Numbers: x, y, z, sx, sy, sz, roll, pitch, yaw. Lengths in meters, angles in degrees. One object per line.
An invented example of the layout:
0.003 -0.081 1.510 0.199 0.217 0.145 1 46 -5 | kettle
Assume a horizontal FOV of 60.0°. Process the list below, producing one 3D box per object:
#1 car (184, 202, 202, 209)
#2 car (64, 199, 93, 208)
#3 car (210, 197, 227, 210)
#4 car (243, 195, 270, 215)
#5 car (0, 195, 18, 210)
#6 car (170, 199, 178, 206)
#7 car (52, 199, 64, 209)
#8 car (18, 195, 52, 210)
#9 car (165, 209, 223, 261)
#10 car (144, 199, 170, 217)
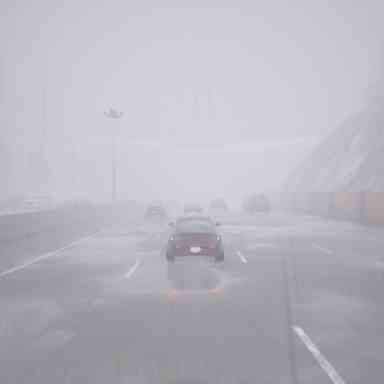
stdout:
0.092 1.748 36.631 1.895 1.301 4.718 0 0 0 | car
-14.084 1.647 42.354 1.882 1.535 5.008 0 0 0 | car
3.591 1.537 46.344 2.097 1.767 4.553 0 0 0 | car
7.095 1.369 36.699 2.150 2.045 5.566 0 0 0 | car
-24.563 1.402 45.612 2.150 2.045 5.566 0 0 1 | car
-3.411 1.832 57.703 1.895 1.301 4.718 0 0 0 | car
-17.565 1.752 46.964 1.994 1.385 4.181 0 0 0 | car
-21.065 1.403 45.739 2.150 2.045 5.566 0 0 1 | car
0.098 1.576 12.362 1.812 1.442 4.674 0 0 0 | car
-3.409 1.655 32.312 1.812 1.442 4.674 0 0 0 | car
